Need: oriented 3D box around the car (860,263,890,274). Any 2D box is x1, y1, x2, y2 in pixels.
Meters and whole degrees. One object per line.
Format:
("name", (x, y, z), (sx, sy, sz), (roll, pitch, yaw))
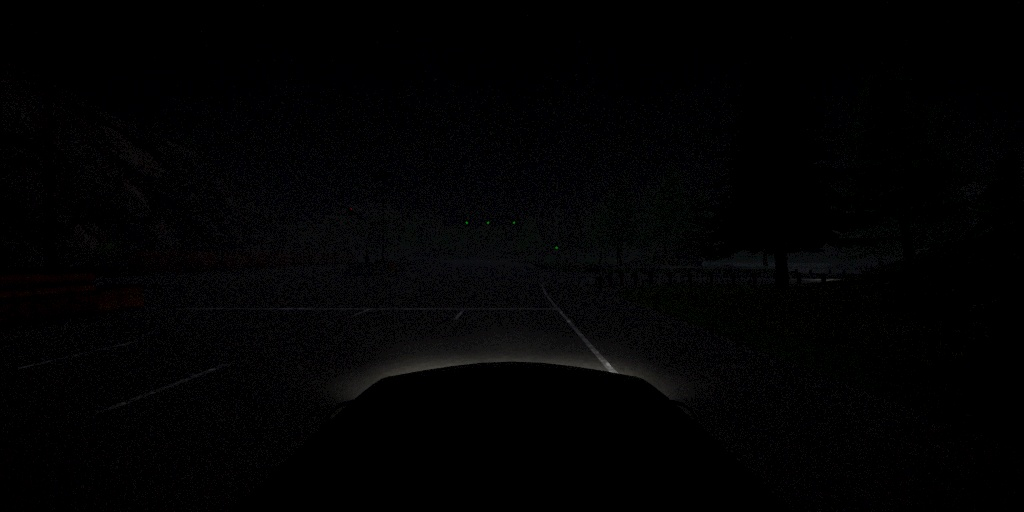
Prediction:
("car", (29.142, 1.175, 26.693), (4.892, 1.490, 1.837), (0, 0, 16))
